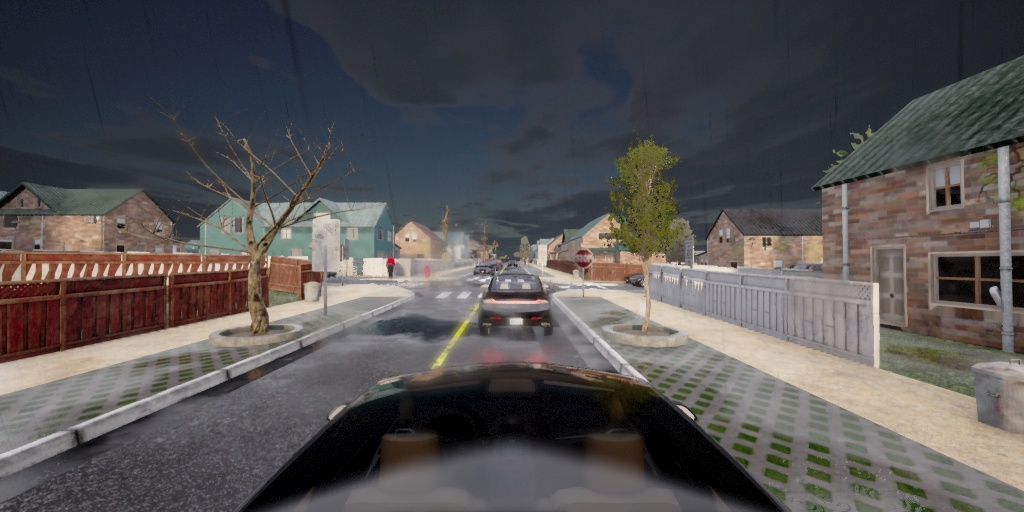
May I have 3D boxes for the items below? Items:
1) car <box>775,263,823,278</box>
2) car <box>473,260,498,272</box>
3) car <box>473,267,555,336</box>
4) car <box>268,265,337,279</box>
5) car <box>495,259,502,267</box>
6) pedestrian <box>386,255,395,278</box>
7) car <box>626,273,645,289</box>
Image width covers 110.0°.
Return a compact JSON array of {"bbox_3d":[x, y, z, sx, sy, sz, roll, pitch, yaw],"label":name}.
[{"bbox_3d":[21.076,1.518,25.559,5.566,2.045,2.150,1,-1,0],"label":"car"},{"bbox_3d":[-2.834,1.358,37.024,1.994,1.385,4.181,0,0,1],"label":"car"},{"bbox_3d":[0.100,1.246,10.374,2.128,1.511,4.902,0,0,0],"label":"car"},{"bbox_3d":[-15.234,1.023,25.242,5.357,1.411,2.033,1,-1,6],"label":"car"},{"bbox_3d":[-2.829,1.379,49.939,2.033,1.411,5.357,0,0,0],"label":"car"},{"bbox_3d":[-9.623,0.797,28.490,0.375,1.860,0.375,0,-2,0],"label":"pedestrian"},{"bbox_3d":[10.668,1.570,25.623,4.892,1.490,1.837,2,-1,2],"label":"car"}]
